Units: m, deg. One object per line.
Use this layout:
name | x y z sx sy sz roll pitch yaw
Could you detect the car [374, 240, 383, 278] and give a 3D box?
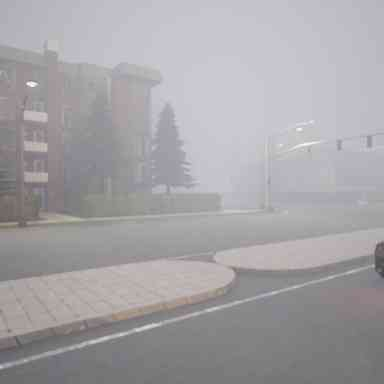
car | 6.598 1.465 8.623 4.892 1.490 1.837 0 0 -36
